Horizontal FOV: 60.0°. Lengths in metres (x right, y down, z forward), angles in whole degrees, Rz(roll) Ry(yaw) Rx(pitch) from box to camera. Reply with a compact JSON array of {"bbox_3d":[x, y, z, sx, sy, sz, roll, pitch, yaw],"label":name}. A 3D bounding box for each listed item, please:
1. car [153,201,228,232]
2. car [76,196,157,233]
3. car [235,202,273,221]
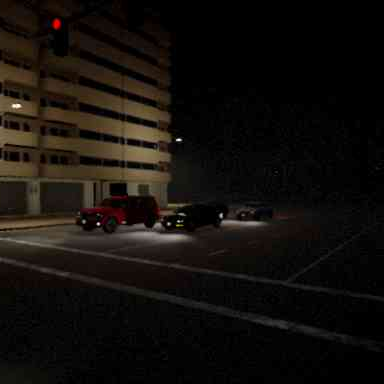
[{"bbox_3d":[0.089,1.536,20.564,1.837,1.490,4.892,0,0,35],"label":"car"},{"bbox_3d":[-4.316,1.262,20.366,2.150,2.045,5.566,0,0,35],"label":"car"},{"bbox_3d":[5.375,1.557,28.111,1.812,1.442,4.674,0,0,35],"label":"car"}]
